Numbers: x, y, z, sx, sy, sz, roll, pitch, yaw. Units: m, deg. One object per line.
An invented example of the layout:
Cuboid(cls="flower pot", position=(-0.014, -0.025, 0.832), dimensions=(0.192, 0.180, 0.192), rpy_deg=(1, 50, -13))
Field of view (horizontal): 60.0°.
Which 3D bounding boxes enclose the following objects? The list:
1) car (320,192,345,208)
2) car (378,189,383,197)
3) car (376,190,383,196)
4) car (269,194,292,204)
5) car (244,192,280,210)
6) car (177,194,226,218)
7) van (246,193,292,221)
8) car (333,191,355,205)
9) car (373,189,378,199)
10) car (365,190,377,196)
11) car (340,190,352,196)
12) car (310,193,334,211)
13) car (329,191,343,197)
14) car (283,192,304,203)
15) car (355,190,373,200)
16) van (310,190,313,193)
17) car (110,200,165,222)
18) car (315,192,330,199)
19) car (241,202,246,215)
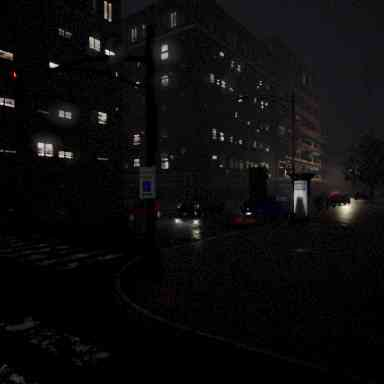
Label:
Cuboid(cls="car", position=(15.521, 0.985, 37.531), dimensions=(1.887, 1.381, 4.507), rpy_deg=(1, 1, 36))
Cuboid(cls="car", position=(41.801, 0.362, 74.326), dimensions=(1.887, 1.381, 4.507), rpy_deg=(1, 1, 36))
Cuboid(cls="car", position=(45.086, 0.321, 78.926), dimensions=(1.802, 1.307, 4.206), rpy_deg=(1, 1, 36))
Cuboid(cls="car", position=(12.547, 0.944, 46.926), dimensions=(1.802, 1.307, 4.206), rpy_deg=(1, 1, 36))
Cuboid(cls="car", position=(7.612, 0.878, 35.774), dimensions=(2.097, 1.767, 4.553), rpy_deg=(0, 1, 36))
Cuboid(cls="car", position=(0.783, 1.037, 26.229), dimensions=(2.097, 1.767, 4.553), rpy_deg=(0, 1, 36))
Cuboid(cls="van", position=(5.667, 1.014, 23.729), dimensions=(1.690, 1.788, 3.998), rpy_deg=(1, 1, 36))
Cuboid(cls="car", position=(18.806, 0.929, 42.131), dimensions=(1.947, 1.339, 4.313), rpy_deg=(1, 1, 36))
Cuboid(cls="car", position=(31.946, 0.596, 60.528), dimensions=(1.887, 1.381, 4.507), rpy_deg=(1, 1, 36))
Cuboid(cls="car", position=(44.192, 0.224, 82.104), dimensions=(1.994, 1.385, 4.181), rpy_deg=(0, 1, 36))
Cuboid(cls="car", position=(38.799, 0.289, 83.682), dimensions=(2.008, 1.369, 4.403), rpy_deg=(1, 1, 36))
Cuboid(cls="car", position=(12.236, 1.084, 32.932), dimensions=(1.947, 1.339, 4.313), rpy_deg=(1, 1, 36))
Cuboid(cls="car", position=(32.236, 0.439, 74.492), dimensions=(1.887, 1.381, 4.507), rpy_deg=(1, 1, 36))
Cuboid(cls="car", position=(15.730, 0.812, 51.381), dimensions=(1.752, 1.417, 4.829), rpy_deg=(1, 1, 36))
Cuboid(cls="car", position=(28.661, 0.570, 55.927), dimensions=(1.967, 1.590, 4.097), rpy_deg=(1, 1, 36))
Cuboid(cls="van", position=(19.111, 0.548, 56.111), dimensions=(1.690, 1.788, 3.998), rpy_deg=(1, 1, 36))
Cuboid(cls="car", position=(-3.861, 1.294, 23.953), dimensions=(1.887, 1.381, 4.507), rpy_deg=(1, 1, 36))
Cuboid(cls="car", position=(25.673, 0.632, 65.304), dimensions=(1.802, 1.307, 4.206), rpy_deg=(1, 1, 36))
Cuboid(cls="car", position=(5.818, 1.147, 28.377), dimensions=(1.812, 1.442, 4.674), rpy_deg=(0, 1, 36))
